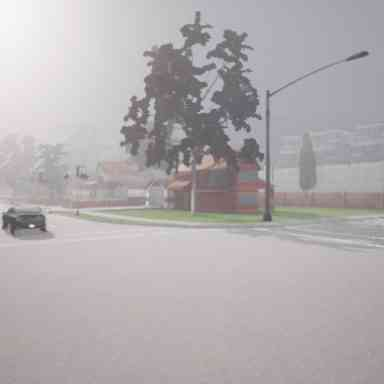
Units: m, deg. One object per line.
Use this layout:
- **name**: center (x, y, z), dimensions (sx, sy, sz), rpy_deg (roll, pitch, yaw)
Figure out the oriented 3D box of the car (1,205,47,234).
- **car**: center (-10.025, 1.561, 19.801), dimensions (1.837, 1.490, 4.892), rpy_deg (1, 0, -36)
